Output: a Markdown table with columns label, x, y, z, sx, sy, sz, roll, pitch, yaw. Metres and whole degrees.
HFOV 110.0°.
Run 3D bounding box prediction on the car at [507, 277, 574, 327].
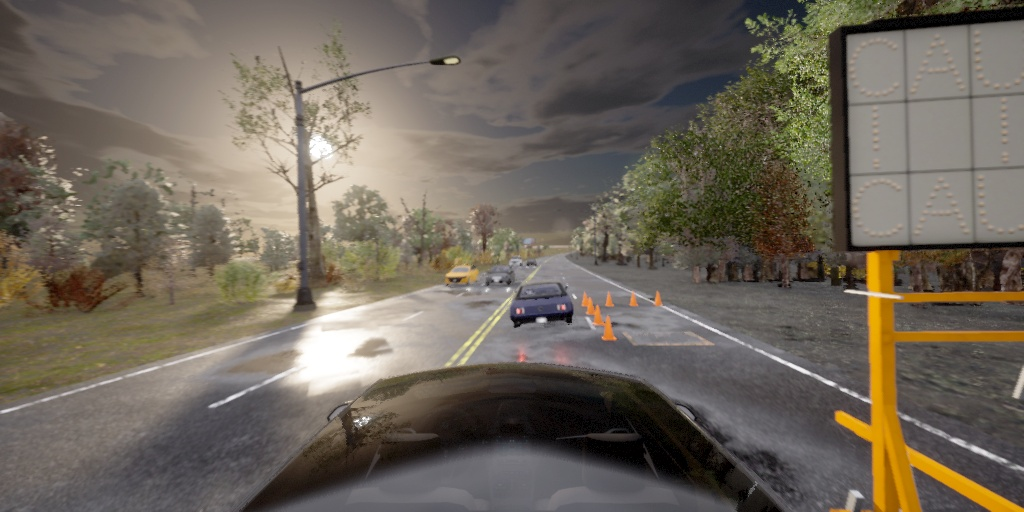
| label | x | y | z | sx | sy | sz | roll | pitch | yaw |
| --- | --- | --- | --- | --- | --- | --- | --- | --- | --- |
| car | 1.046 | 1.503 | 12.562 | 1.895 | 1.301 | 4.718 | -6 | 1 | 6 |

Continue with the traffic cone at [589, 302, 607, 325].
| label | x | y | z | sx | sy | sz | roll | pitch | yaw |
| --- | --- | --- | --- | --- | --- | --- | --- | --- | --- |
| traffic cone | 2.715 | 1.840 | 11.307 | 0.340 | 0.580 | 0.340 | 0 | 0 | 6 |

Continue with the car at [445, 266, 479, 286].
| label | x | y | z | sx | sy | sz | roll | pitch | yaw |
| --- | --- | --- | --- | --- | --- | --- | --- | --- | --- |
| car | -3.957 | 1.520 | 28.942 | 1.882 | 1.535 | 5.008 | -2 | 0 | 6 |

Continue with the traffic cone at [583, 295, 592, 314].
| label | x | y | z | sx | sy | sz | roll | pitch | yaw |
| --- | --- | --- | --- | --- | --- | --- | --- | --- | --- |
| traffic cone | 2.919 | 1.832 | 13.297 | 0.340 | 0.580 | 0.340 | 0 | 0 | 6 |

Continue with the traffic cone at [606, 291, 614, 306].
| label | x | y | z | sx | sy | sz | roll | pitch | yaw |
| --- | --- | --- | --- | --- | --- | --- | --- | --- | --- |
| traffic cone | 4.117 | 1.798 | 15.184 | 0.340 | 0.580 | 0.340 | 0 | 0 | 6 |

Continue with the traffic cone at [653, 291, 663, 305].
| label | x | y | z | sx | sy | sz | roll | pitch | yaw |
| --- | --- | --- | --- | --- | --- | --- | --- | --- | --- |
| traffic cone | 6.106 | 1.744 | 14.980 | 0.340 | 0.580 | 0.340 | 0 | 0 | 6 |

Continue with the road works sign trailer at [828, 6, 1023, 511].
| label | x | y | z | sx | sy | sz | roll | pitch | yaw |
| --- | --- | --- | --- | --- | --- | --- | --- | --- | --- |
| road works sign trailer | 3.205 | 0.342 | 2.234 | 2.380 | 3.560 | 2.880 | 0 | 0 | 6 |

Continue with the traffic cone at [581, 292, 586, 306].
| label | x | y | z | sx | sy | sz | roll | pitch | yaw |
| --- | --- | --- | --- | --- | --- | --- | --- | --- | --- |
| traffic cone | 3.123 | 1.825 | 15.286 | 0.340 | 0.580 | 0.340 | 0 | 0 | 6 |

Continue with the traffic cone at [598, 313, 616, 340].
| label | x | y | z | sx | sy | sz | roll | pitch | yaw |
| --- | --- | --- | --- | --- | --- | --- | --- | --- | --- |
| traffic cone | 2.511 | 1.847 | 9.318 | 0.340 | 0.580 | 0.340 | 0 | 0 | 6 |

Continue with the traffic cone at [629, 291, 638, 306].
| label | x | y | z | sx | sy | sz | roll | pitch | yaw |
| --- | --- | --- | --- | --- | --- | --- | --- | --- | --- |
| traffic cone | 5.112 | 1.771 | 15.082 | 0.340 | 0.580 | 0.340 | 0 | 0 | 6 |

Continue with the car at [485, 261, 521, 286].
| label | x | y | z | sx | sy | sz | roll | pitch | yaw |
| --- | --- | --- | --- | --- | --- | --- | --- | --- | --- |
| car | -0.836 | 1.451 | 27.578 | 2.128 | 1.511 | 4.902 | -2 | 0 | 6 |
